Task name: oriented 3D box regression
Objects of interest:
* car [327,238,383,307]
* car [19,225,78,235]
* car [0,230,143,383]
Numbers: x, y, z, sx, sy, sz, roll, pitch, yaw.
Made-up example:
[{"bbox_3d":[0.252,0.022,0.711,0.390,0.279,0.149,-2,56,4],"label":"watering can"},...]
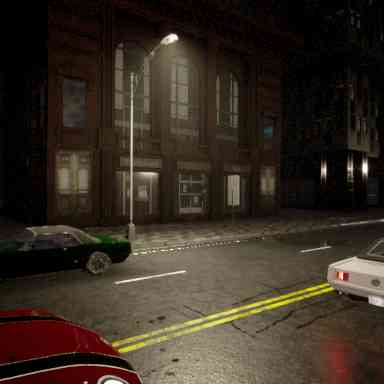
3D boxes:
[{"bbox_3d":[5.010,1.597,7.014,4.718,1.301,1.895,0,0,-35],"label":"car"},{"bbox_3d":[-4.106,1.601,8.744,4.718,1.301,1.895,0,0,-36],"label":"car"},{"bbox_3d":[-2.424,1.352,1.711,4.553,1.767,2.097,0,0,-36],"label":"car"}]
